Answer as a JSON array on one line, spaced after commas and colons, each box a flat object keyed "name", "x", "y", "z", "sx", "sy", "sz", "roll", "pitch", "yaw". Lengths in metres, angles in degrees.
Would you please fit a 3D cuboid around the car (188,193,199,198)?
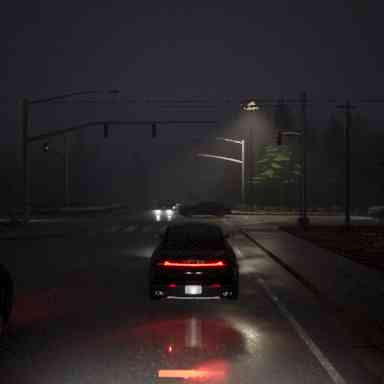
[{"name": "car", "x": 0.314, "y": 1.221, "z": 70.429, "sx": 2.150, "sy": 2.045, "sz": 5.566, "roll": 0, "pitch": 0, "yaw": 2}]

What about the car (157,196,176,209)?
[{"name": "car", "x": -3.587, "y": 1.599, "z": 44.800, "sx": 1.895, "sy": 1.301, "sz": 4.718, "roll": 0, "pitch": 0, "yaw": 0}]

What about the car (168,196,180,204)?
[{"name": "car", "x": -3.447, "y": 1.502, "z": 64.103, "sx": 1.837, "sy": 1.490, "sz": 4.892, "roll": 0, "pitch": 0, "yaw": 1}]

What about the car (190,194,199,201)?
[{"name": "car", "x": 0.588, "y": 1.351, "z": 80.821, "sx": 2.097, "sy": 1.767, "sz": 4.553, "roll": 0, "pitch": 0, "yaw": 2}]

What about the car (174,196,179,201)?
[{"name": "car", "x": -3.562, "y": 1.475, "z": 54.082, "sx": 1.882, "sy": 1.535, "sz": 5.008, "roll": 0, "pitch": 0, "yaw": 0}]

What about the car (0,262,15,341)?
[{"name": "car", "x": -3.605, "y": 1.493, "z": 3.068, "sx": 2.128, "sy": 1.511, "sz": 4.902, "roll": 0, "pitch": 0, "yaw": 0}]

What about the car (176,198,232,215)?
[{"name": "car", "x": 1.206, "y": 1.539, "z": 29.774, "sx": 4.674, "sy": 1.442, "sz": 1.812, "roll": 0, "pitch": 0, "yaw": 1}]

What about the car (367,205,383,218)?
[{"name": "car", "x": 18.060, "y": 1.551, "z": 29.454, "sx": 4.674, "sy": 1.442, "sz": 1.812, "roll": 0, "pitch": 0, "yaw": 1}]

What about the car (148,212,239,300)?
[{"name": "car", "x": 0.050, "y": 1.501, "z": 8.396, "sx": 1.837, "sy": 1.490, "sz": 4.892, "roll": 0, "pitch": 0, "yaw": 1}]
